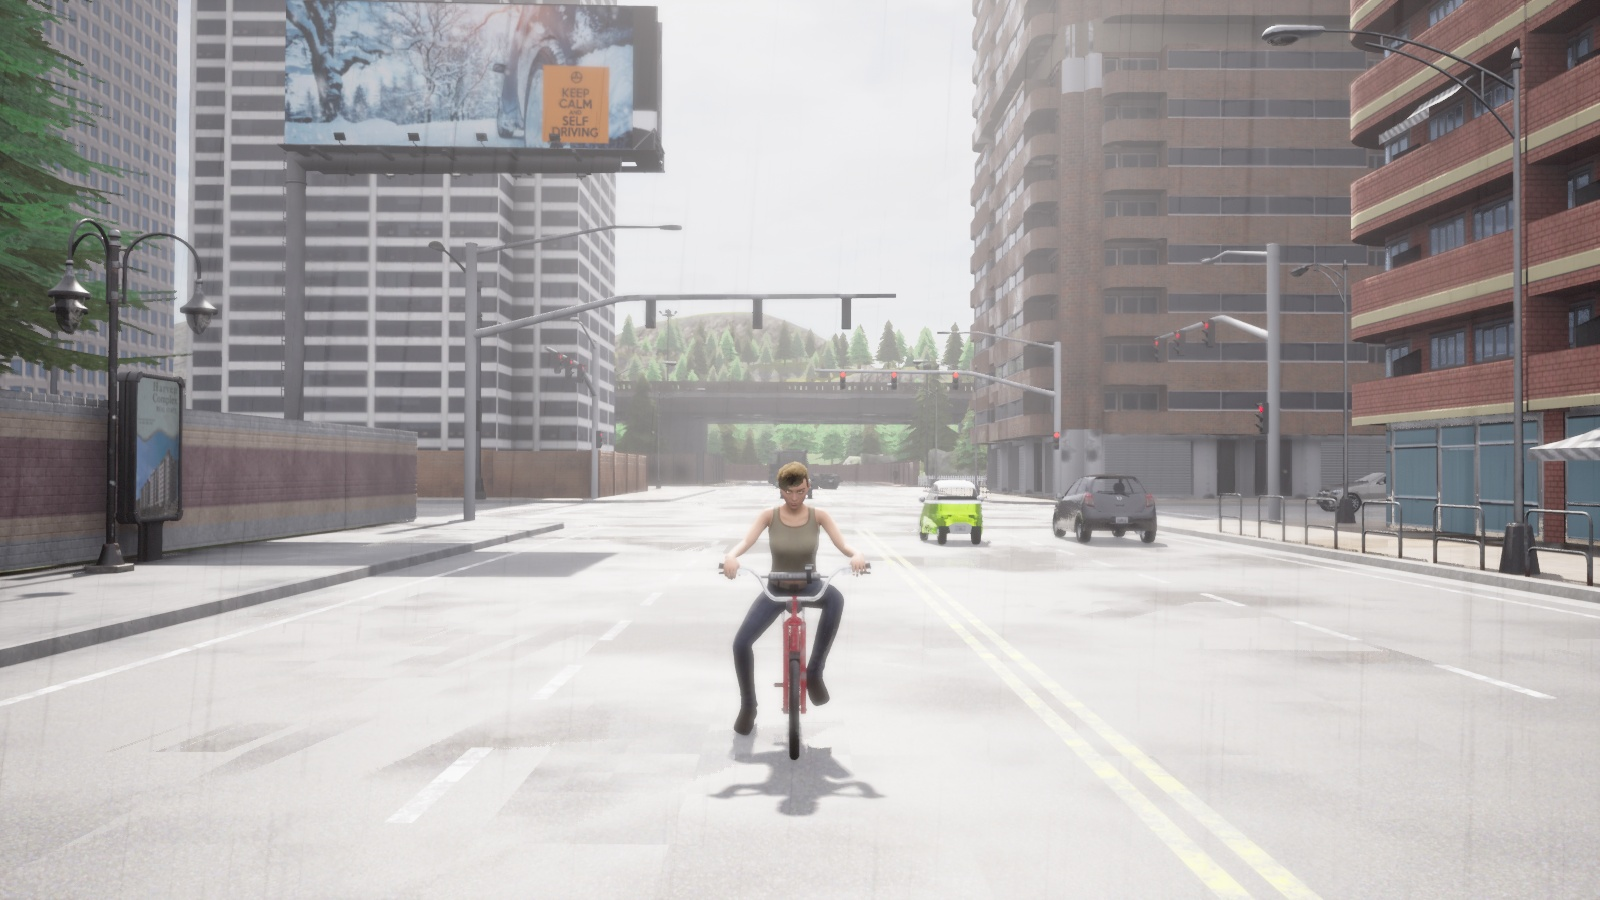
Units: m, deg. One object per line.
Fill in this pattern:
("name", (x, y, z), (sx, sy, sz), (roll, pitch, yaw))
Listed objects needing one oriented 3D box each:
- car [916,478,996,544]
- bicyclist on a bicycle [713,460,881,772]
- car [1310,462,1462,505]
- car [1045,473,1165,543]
("car", (3.426, 1.322, 27.811), (1.481, 1.376, 2.207), (0, -1, 0))
("bicyclist on a bicycle", (-0.027, 0.873, 7.275), (0.866, 1.612, 1.509), (0, -1, -1))
("car", (23.241, 1.337, 49.939), (5.027, 1.651, 2.152), (0, -1, 0))
("car", (6.923, 1.284, 28.835), (1.845, 1.501, 3.633), (0, -1, 0))
